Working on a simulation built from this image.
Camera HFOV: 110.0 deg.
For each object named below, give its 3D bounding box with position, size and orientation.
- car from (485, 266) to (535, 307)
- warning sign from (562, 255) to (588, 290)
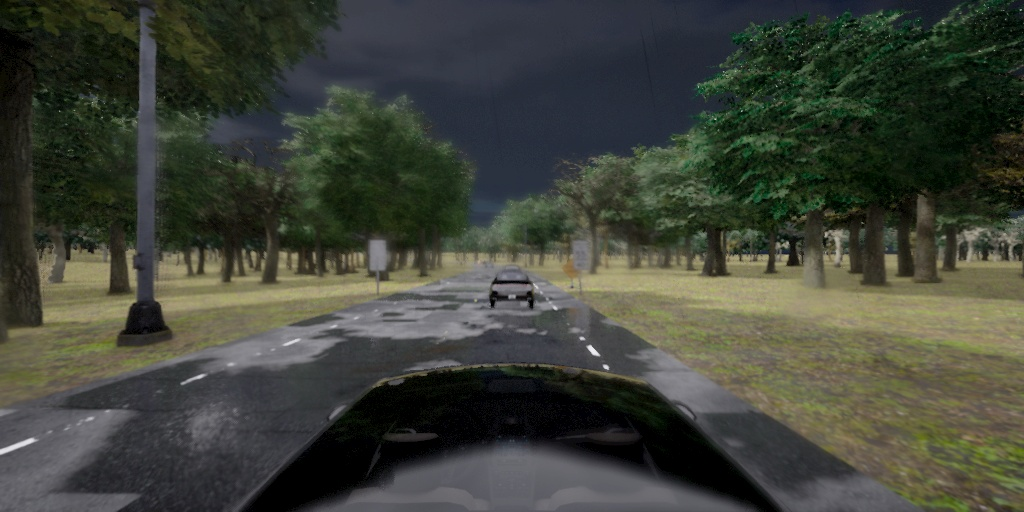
[{"bbox_3d":[0.004,1.369,16.145,2.128,1.511,4.902,0,0,0],"label":"car"},{"bbox_3d":[3.550,1.033,21.157,1.300,1.860,1.060,0,0,0],"label":"warning sign"}]
